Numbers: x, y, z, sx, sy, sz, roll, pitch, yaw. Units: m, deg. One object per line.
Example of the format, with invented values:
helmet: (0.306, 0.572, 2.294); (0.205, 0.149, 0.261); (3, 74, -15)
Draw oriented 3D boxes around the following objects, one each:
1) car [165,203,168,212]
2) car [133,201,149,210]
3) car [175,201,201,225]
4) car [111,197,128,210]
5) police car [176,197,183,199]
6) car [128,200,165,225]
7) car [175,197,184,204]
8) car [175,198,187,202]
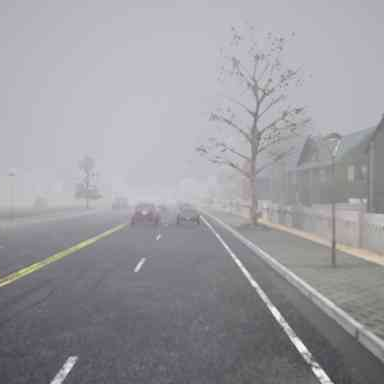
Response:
car: (-4.318, 2.027, 45.677); (1.812, 1.442, 4.674); (0, 0, -3)
car: (-8.137, 2.146, 53.560); (2.033, 1.411, 5.357); (0, -1, -3)
car: (-0.331, 1.779, 26.991); (2.128, 1.511, 4.902); (0, -1, -1)
car: (-11.382, 1.822, 53.246); (2.150, 2.045, 5.566); (0, -1, -3)
police car: (-1.986, 2.252, 73.731); (1.930, 1.638, 5.238); (0, -1, -5)
car: (-3.583, 1.640, 26.850); (2.097, 1.767, 4.553); (0, -1, -1)
car: (-3.412, 2.245, 89.694); (2.150, 2.045, 5.566); (0, -1, -6)
car: (-1.048, 2.000, 45.344); (1.837, 1.490, 4.892); (0, 0, -3)
